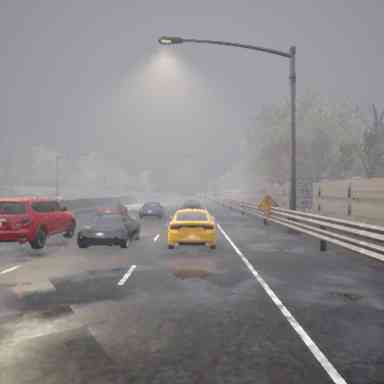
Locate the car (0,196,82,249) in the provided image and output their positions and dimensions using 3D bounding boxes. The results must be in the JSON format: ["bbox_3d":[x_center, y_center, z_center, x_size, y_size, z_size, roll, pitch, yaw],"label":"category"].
[{"bbox_3d":[-7.001,1.262,14.681,2.150,2.045,5.566,0,0,0],"label":"car"}]

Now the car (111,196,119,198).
[{"bbox_3d":[-17.500,1.560,75.887,1.895,1.301,4.718,0,0,0],"label":"car"}]

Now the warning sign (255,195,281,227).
[{"bbox_3d":[4.543,1.121,20.000,1.300,1.860,1.060,0,0,0],"label":"warning sign"}]

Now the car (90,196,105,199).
[{"bbox_3d":[-21.000,1.518,75.917,1.994,1.385,4.181,0,0,0],"label":"car"}]

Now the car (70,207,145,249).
[{"bbox_3d":[-3.500,1.577,14.650,1.994,1.385,4.181,0,0,0],"label":"car"}]

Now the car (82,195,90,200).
[{"bbox_3d":[-24.500,1.465,75.917,1.837,1.490,4.892,0,0,0],"label":"car"}]

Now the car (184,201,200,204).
[{"bbox_3d":[0.000,1.529,29.651,1.837,1.490,4.892,0,0,0],"label":"car"}]

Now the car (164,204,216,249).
[{"bbox_3d":[0.000,1.489,14.650,1.882,1.535,5.008,0,0,0],"label":"car"}]

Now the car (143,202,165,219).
[{"bbox_3d":[-3.500,1.585,29.651,1.994,1.385,4.181,0,0,0],"label":"car"}]

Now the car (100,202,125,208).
[{"bbox_3d":[-7.000,1.585,29.651,1.994,1.385,4.181,0,0,0],"label":"car"}]
